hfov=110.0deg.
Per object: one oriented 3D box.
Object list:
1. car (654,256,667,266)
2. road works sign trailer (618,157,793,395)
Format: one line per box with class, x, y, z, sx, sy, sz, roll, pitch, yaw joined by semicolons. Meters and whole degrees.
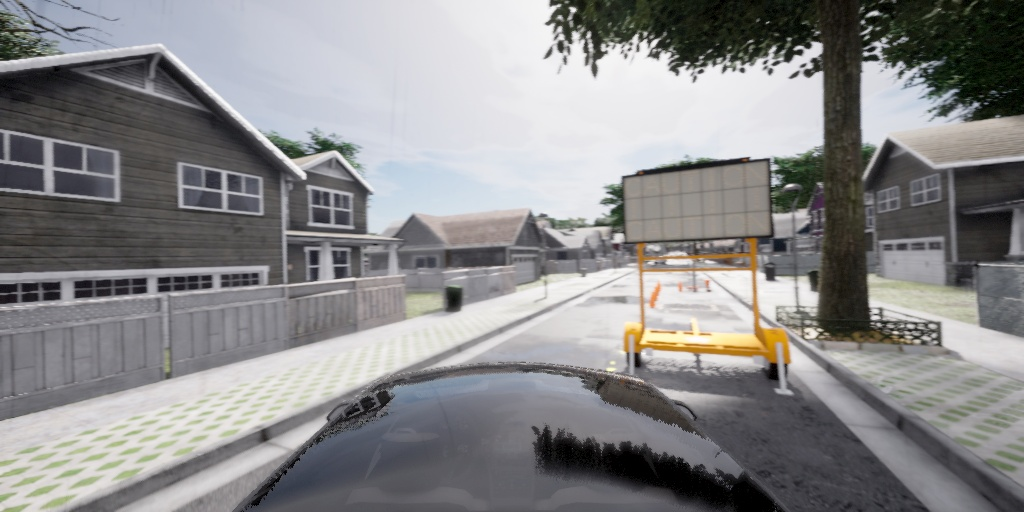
car;24.068;0.745;58.215;2.128;1.511;4.902;-2;0;25
road works sign trailer;3.417;0.129;6.615;2.380;3.560;2.880;0;0;25
